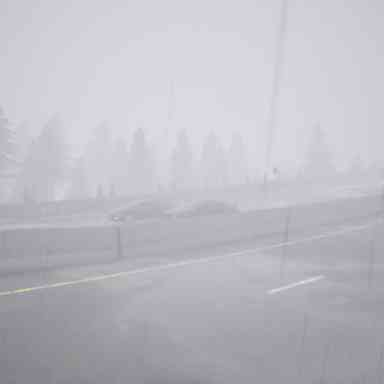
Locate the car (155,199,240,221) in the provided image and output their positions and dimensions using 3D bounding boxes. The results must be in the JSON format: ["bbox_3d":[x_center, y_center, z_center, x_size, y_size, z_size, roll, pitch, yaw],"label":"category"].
[{"bbox_3d":[0.655,1.177,21.590,5.357,1.411,2.033,-4,2,-35],"label":"car"}]

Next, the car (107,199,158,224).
[{"bbox_3d":[-3.394,1.261,23.020,4.892,1.490,1.837,-3,2,-35],"label":"car"}]
